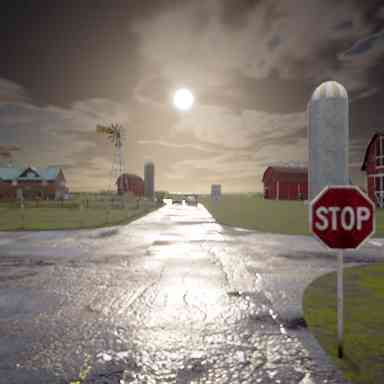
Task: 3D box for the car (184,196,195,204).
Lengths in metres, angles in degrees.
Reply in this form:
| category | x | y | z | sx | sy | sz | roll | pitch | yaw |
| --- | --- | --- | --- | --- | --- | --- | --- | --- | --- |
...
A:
| category | x | y | z | sx | sy | sz | roll | pitch | yaw |
| --- | --- | --- | --- | --- | --- | --- | --- | --- | --- |
| car | -0.634 | 1.699 | 71.238 | 1.837 | 1.490 | 4.892 | 0 | 0 | -6 |

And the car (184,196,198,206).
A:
| category | x | y | z | sx | sy | sz | roll | pitch | yaw |
| --- | --- | --- | --- | --- | --- | --- | --- | --- | --- |
| car | 0.018 | 1.690 | 61.128 | 2.128 | 1.511 | 4.902 | 0 | 0 | -2 |

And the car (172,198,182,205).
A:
| category | x | y | z | sx | sy | sz | roll | pitch | yaw |
| --- | --- | --- | --- | --- | --- | --- | --- | --- | --- |
| car | -2.915 | 1.769 | 65.229 | 1.994 | 1.385 | 4.181 | 0 | 0 | -2 |
